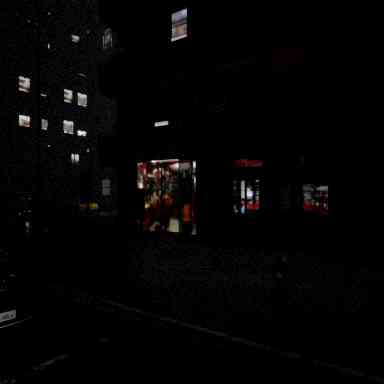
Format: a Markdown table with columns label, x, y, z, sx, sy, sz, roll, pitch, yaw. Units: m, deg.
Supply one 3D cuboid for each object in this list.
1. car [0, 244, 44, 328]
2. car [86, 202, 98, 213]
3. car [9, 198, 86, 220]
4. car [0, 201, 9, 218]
| label | x | y | z | sx | sy | sz | roll | pitch | yaw |
| --- | --- | --- | --- | --- | --- | --- | --- | --- | --- |
| car | -4.438 | 1.551 | 6.040 | 4.403 | 1.369 | 2.008 | 0 | 0 | 36 |
| car | -10.909 | 1.250 | 30.477 | 1.752 | 1.417 | 4.829 | 1 | 1 | 35 |
| car | -11.049 | 1.283 | 25.822 | 1.837 | 1.490 | 4.892 | 0 | 1 | 33 |
| car | -13.999 | 1.350 | 26.052 | 2.008 | 1.369 | 4.403 | 1 | 1 | 35 |
